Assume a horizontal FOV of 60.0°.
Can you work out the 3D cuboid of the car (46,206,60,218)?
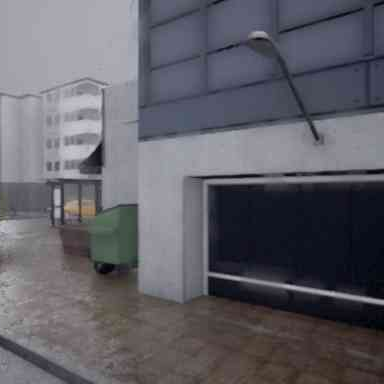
[{"bbox_3d":[-9.538,1.376,27.502,1.882,1.535,5.008,0,0,36],"label":"car"}]
